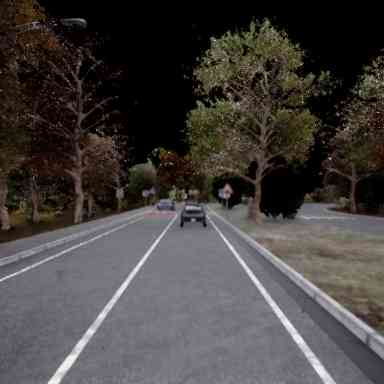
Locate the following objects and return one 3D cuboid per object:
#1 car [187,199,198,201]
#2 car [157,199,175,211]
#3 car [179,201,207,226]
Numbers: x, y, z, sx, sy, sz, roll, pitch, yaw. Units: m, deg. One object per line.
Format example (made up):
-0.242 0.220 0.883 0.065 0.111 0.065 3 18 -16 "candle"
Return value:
0.098 1.759 42.476 2.128 1.511 4.902 0 -6 0 "car"
-3.331 1.646 42.977 2.097 1.767 4.553 0 -4 0 "car"
0.092 1.691 25.186 1.837 1.490 4.892 0 -1 0 "car"
